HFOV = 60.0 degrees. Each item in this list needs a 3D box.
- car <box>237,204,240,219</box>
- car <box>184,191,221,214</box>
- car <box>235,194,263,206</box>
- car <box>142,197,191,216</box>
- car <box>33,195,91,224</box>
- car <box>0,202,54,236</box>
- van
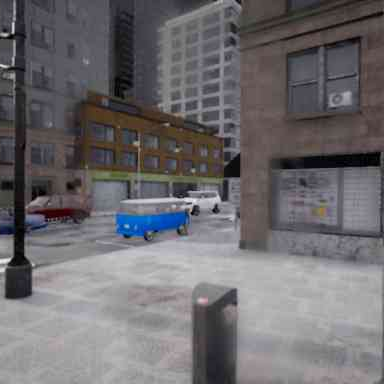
[{"bbox_3d":[4.778,1.284,24.797,2.008,1.369,4.403,1,1,35],"label":"car"},{"bbox_3d":[0.451,0.909,28.845,2.150,2.045,5.566,0,1,35],"label":"car"},{"bbox_3d":[7.532,1.035,43.458,1.947,1.339,4.313,1,1,35],"label":"car"},{"bbox_3d":[-2.183,1.223,29.718,1.887,1.381,4.507,1,1,35],"label":"car"},{"bbox_3d":[-8.657,1.131,20.555,2.192,1.841,5.009,1,1,35],"label":"car"},{"bbox_3d":[-9.602,1.438,15.390,2.033,1.411,5.357,1,1,43],"label":"car"},{"bbox_3d":[-1.697,1.212,15.634,1.690,1.788,3.998,1,1,35],"label":"van"}]
